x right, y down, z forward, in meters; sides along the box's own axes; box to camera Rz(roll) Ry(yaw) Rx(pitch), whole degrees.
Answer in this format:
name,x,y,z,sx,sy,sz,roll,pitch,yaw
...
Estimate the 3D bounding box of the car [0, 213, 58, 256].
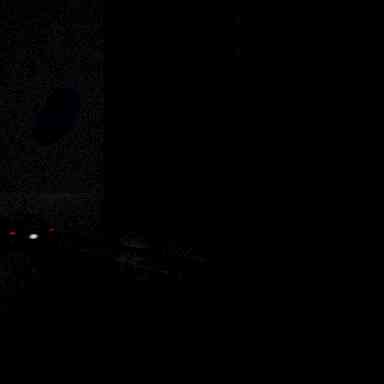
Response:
name,x,y,z,sx,sy,sz,roll,pitch,yaw
car,-6.954,1.516,13.009,4.181,1.385,1.994,0,0,44
